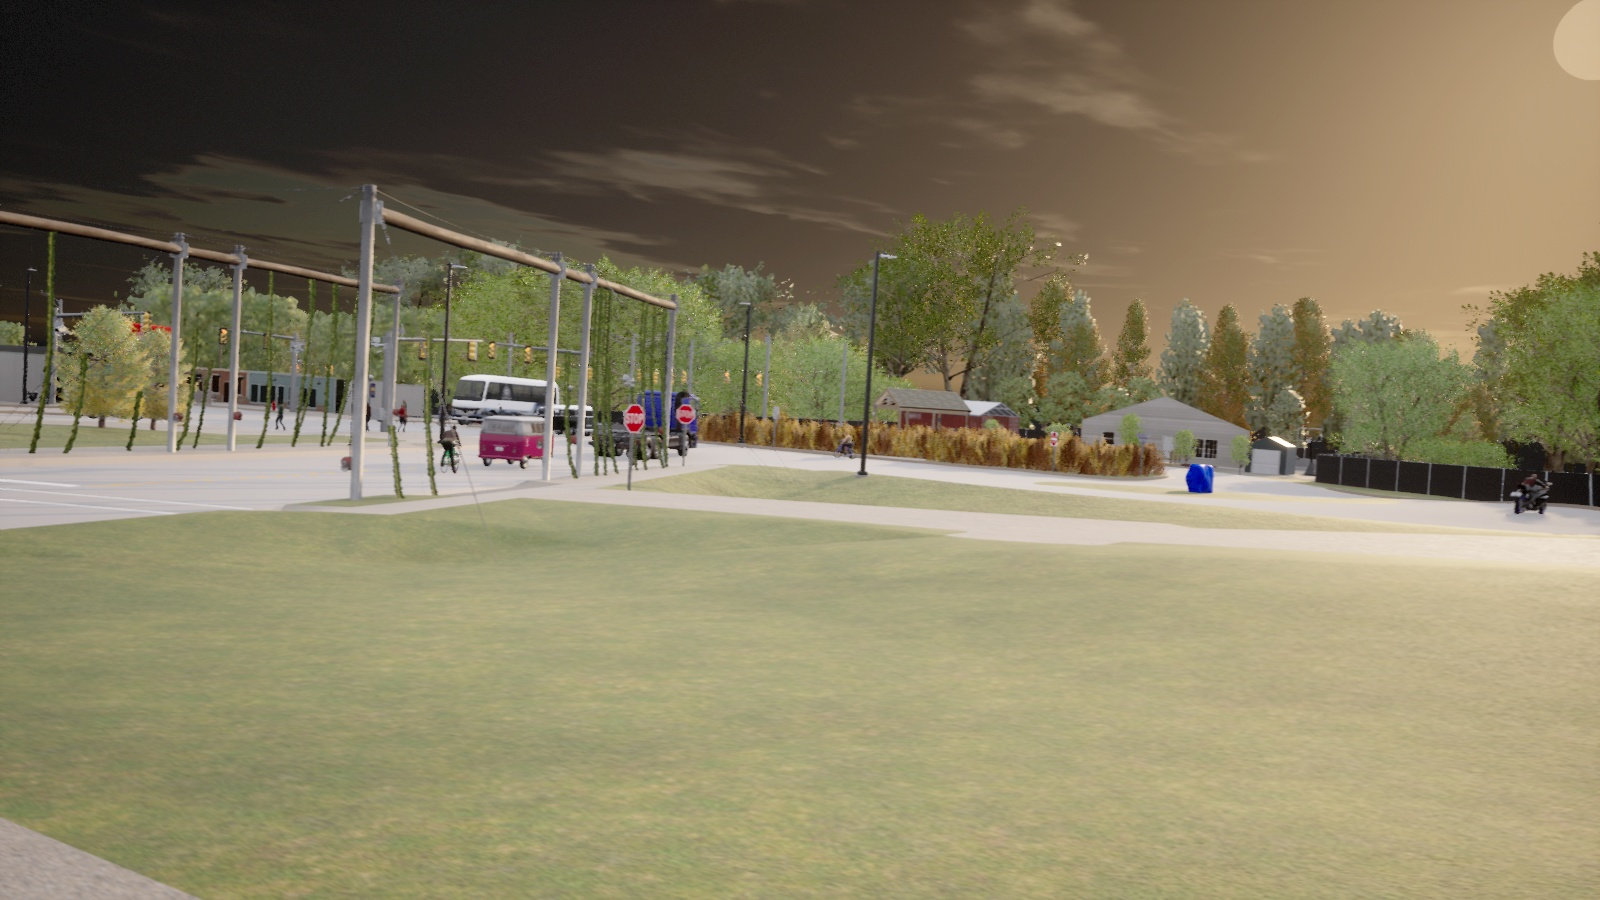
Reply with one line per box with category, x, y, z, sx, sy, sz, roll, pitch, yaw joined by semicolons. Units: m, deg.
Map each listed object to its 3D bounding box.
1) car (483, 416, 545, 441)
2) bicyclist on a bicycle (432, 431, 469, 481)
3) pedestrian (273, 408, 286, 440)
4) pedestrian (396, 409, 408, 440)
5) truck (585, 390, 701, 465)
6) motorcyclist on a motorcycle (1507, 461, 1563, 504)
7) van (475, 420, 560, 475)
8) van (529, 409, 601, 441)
car;-18.384;-1.389;80.744;3.705;1.549;1.789;2;2;32
bicyclist on a bicycle;-11.750;0.194;42.294;0.582;1.620;1.656;3;1;5
pedestrian;-30.695;-1.535;74.044;0.614;1.847;0.353;4;3;27
pedestrian;-24.093;-1.534;76.030;0.331;1.846;0.636;4;3;20
truck;-7.906;-1.246;64.475;2.891;3.462;7.936;3;3;16
motorcyclist on a motorcycle;27.276;1.182;46.609;2.191;1.530;0.866;1;1;-33
van;-10.997;-0.134;49.124;1.775;1.987;4.442;3;1;7
van;-15.626;-1.673;83.344;4.480;2.038;2.069;2;2;33
